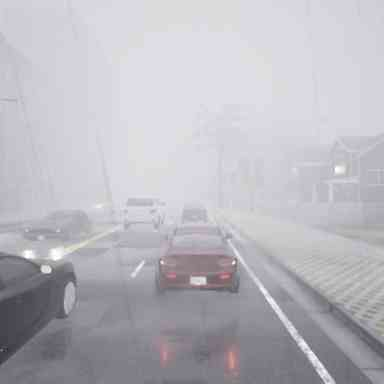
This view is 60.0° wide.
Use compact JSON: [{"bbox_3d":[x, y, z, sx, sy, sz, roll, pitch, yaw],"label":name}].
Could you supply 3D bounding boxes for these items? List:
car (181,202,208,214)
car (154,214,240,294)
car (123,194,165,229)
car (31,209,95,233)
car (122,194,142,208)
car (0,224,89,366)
[{"bbox_3d":[0.189,1.548,25.687,1.882,1.535,5.008,0,0,0],"label":"car"},{"bbox_3d":[0.130,1.551,8.725,1.812,1.442,4.674,0,0,0],"label":"car"},{"bbox_3d":[-3.071,1.283,22.042,2.150,2.045,5.566,0,0,0],"label":"car"},{"bbox_3d":[-6.542,1.595,17.100,2.033,1.411,5.357,0,0,0],"label":"car"},{"bbox_3d":[-9.562,1.396,53.299,2.150,2.045,5.566,0,0,0],"label":"car"},{"bbox_3d":[-3.137,1.491,4.363,1.882,1.535,5.008,0,0,0],"label":"car"}]
